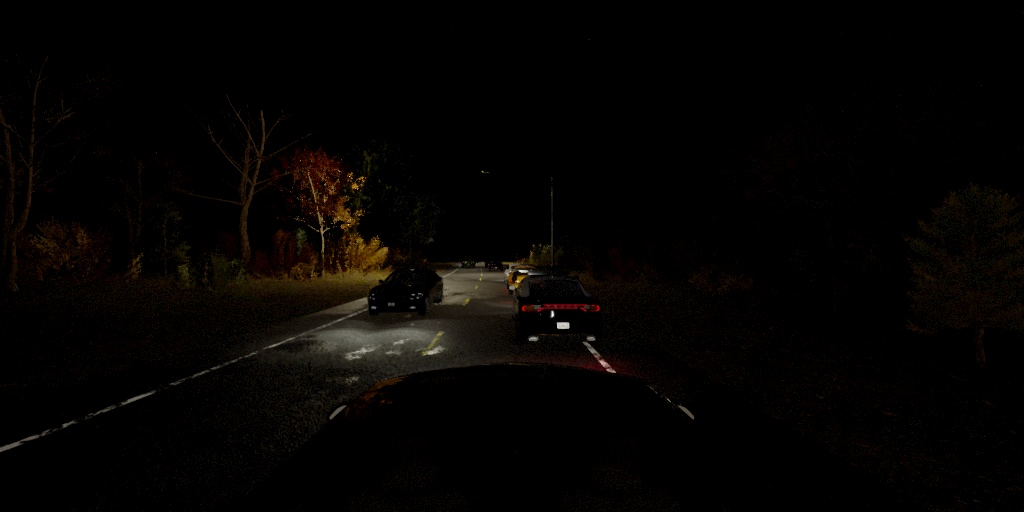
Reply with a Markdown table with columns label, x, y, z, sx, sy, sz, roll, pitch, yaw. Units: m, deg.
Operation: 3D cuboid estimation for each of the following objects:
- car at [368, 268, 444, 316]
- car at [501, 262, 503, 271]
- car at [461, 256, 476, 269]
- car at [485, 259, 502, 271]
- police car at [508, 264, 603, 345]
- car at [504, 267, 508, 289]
| label | x | y | z | sx | sy | sz | roll | pitch | yaw |
| --- | --- | --- | --- | --- | --- | --- | --- | --- | --- |
| car | -3.812 | 1.225 | 13.616 | 1.882 | 1.535 | 5.008 | 0 | 0 | -2 |
| car | 0.401 | 1.264 | 25.651 | 1.812 | 1.442 | 4.674 | 0 | 0 | -3 |
| car | -6.777 | 0.942 | 56.078 | 2.150 | 2.045 | 5.566 | 0 | 0 | -6 |
| car | -2.225 | 1.234 | 47.638 | 1.837 | 1.490 | 4.892 | 0 | 0 | -5 |
| police car | 0.964 | 1.174 | 9.681 | 1.930 | 1.638 | 5.238 | 0 | 0 | -1 |
| car | 0.667 | 1.200 | 19.813 | 1.801 | 1.575 | 5.366 | 0 | 0 | -2 |
